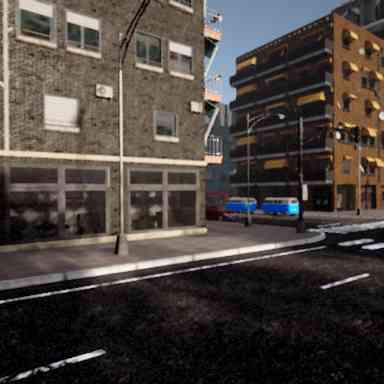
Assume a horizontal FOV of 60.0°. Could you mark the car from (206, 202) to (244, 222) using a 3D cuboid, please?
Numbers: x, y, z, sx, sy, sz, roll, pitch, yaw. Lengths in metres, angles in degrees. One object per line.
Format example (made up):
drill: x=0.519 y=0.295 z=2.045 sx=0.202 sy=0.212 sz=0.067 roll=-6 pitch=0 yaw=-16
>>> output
car: x=2.164 y=1.792 z=28.889 sx=1.802 sy=1.307 sz=4.206 roll=-1 pitch=0 yaw=-36

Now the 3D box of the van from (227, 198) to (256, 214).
van: x=5.601 y=1.557 z=38.317 sx=1.690 sy=1.788 sz=3.998 roll=-2 pitch=0 yaw=-36

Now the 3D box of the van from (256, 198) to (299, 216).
van: x=8.909 y=1.483 z=33.796 sx=1.690 sy=1.788 sz=3.998 roll=-2 pitch=0 yaw=-36
